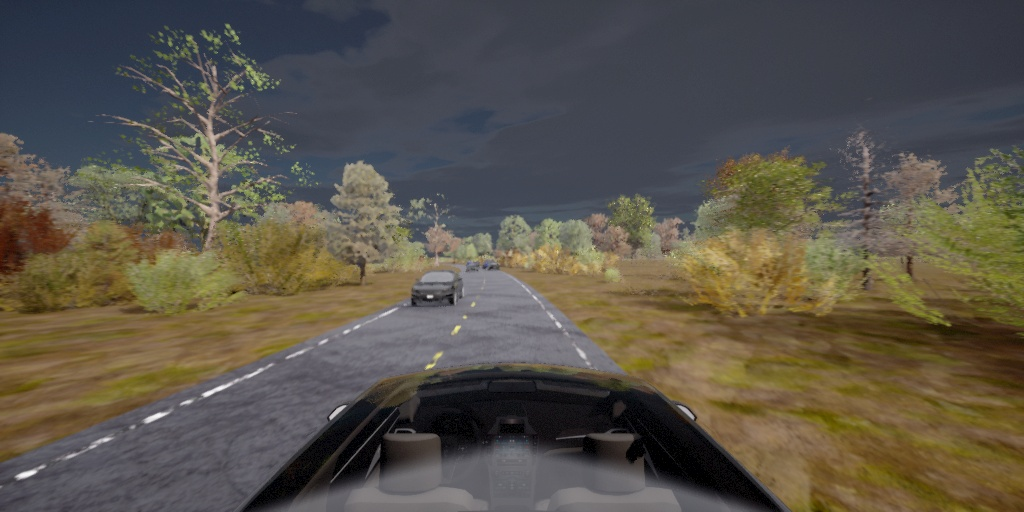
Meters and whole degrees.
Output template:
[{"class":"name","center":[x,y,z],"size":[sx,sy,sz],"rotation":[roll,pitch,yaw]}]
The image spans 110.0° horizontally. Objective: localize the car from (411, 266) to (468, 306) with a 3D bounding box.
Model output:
[{"class":"car","center":[-3.371,1.389,16.914],"size":[1.882,1.535,5.008],"rotation":[0,-1,-2]}]

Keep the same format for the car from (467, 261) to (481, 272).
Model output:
[{"class":"car","center":[-6.442,1.920,58.932],"size":[1.994,1.385,4.181],"rotation":[0,-1,-6]}]
